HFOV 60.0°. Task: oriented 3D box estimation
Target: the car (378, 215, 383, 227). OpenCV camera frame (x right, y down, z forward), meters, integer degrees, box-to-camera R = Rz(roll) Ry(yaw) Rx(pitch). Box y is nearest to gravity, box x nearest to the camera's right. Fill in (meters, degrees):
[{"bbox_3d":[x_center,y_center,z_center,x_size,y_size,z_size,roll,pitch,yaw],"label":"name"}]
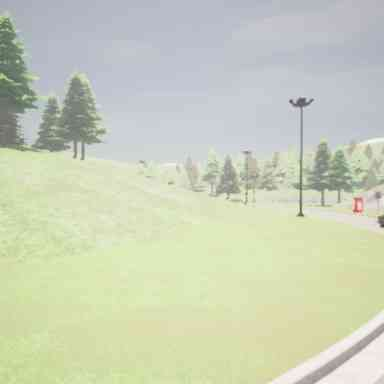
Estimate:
[{"bbox_3d":[14.236,1.833,22.349,1.994,1.385,4.181,0,0,7],"label":"car"}]
